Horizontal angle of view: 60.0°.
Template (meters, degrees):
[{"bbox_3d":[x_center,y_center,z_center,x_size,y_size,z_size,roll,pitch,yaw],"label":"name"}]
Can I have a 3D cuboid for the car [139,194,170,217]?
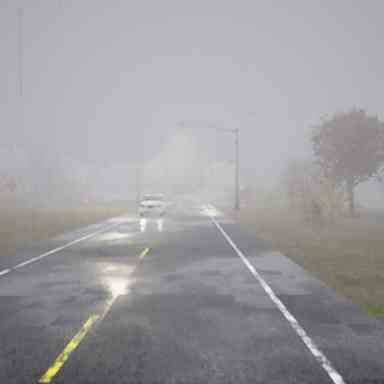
[{"bbox_3d":[-3.607,1.218,31.583,2.150,2.045,5.566,0,0,0],"label":"car"}]

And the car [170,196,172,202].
[{"bbox_3d":[-5.629,1.324,72.632,2.097,1.767,4.553,0,0,-8],"label":"car"}]
